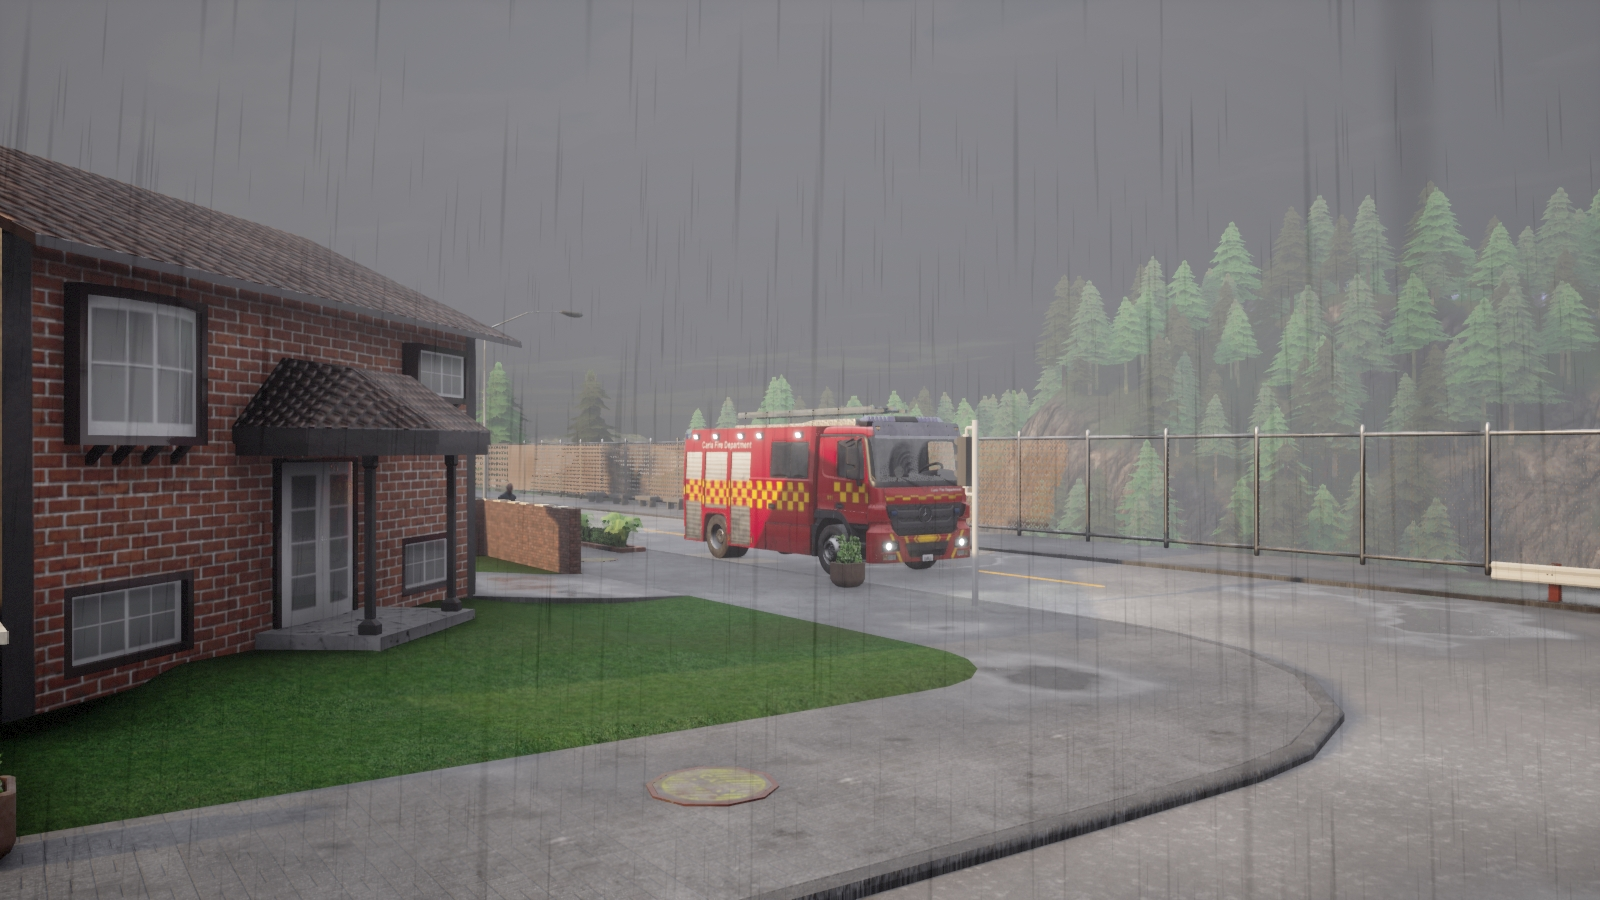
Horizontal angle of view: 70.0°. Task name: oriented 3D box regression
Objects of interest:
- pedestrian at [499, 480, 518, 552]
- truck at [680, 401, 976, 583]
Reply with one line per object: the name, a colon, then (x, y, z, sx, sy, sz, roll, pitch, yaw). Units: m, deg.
pedestrian: (-7.728, 1.745, 30.322, 0.375, 1.860, 0.375, 0, 0, -37)
truck: (0.353, 0.890, 28.322, 2.891, 3.827, 8.468, 0, 0, -35)
